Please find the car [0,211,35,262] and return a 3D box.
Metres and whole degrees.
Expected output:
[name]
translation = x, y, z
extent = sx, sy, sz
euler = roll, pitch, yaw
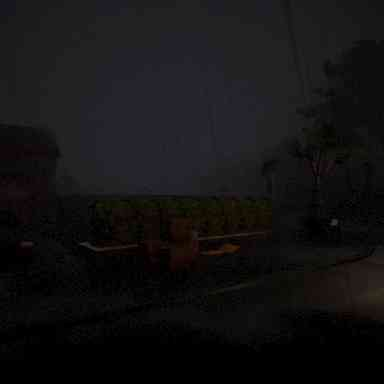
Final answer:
[car]
translation = -6.443, 1.356, 10.801
extent = 2.033, 1.415, 5.357
euler = 0, 0, -33
